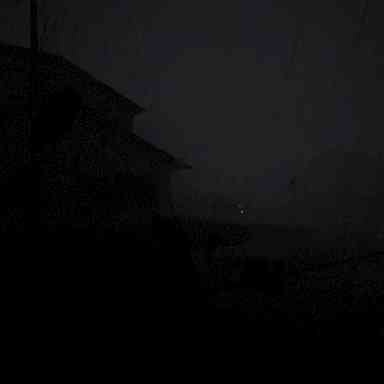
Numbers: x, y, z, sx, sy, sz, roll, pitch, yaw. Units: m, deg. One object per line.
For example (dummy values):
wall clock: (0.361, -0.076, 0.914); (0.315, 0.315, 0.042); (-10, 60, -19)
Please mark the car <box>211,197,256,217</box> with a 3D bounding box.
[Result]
car: (3.800, 1.288, 30.983); (2.097, 1.767, 4.553); (0, 0, -36)
